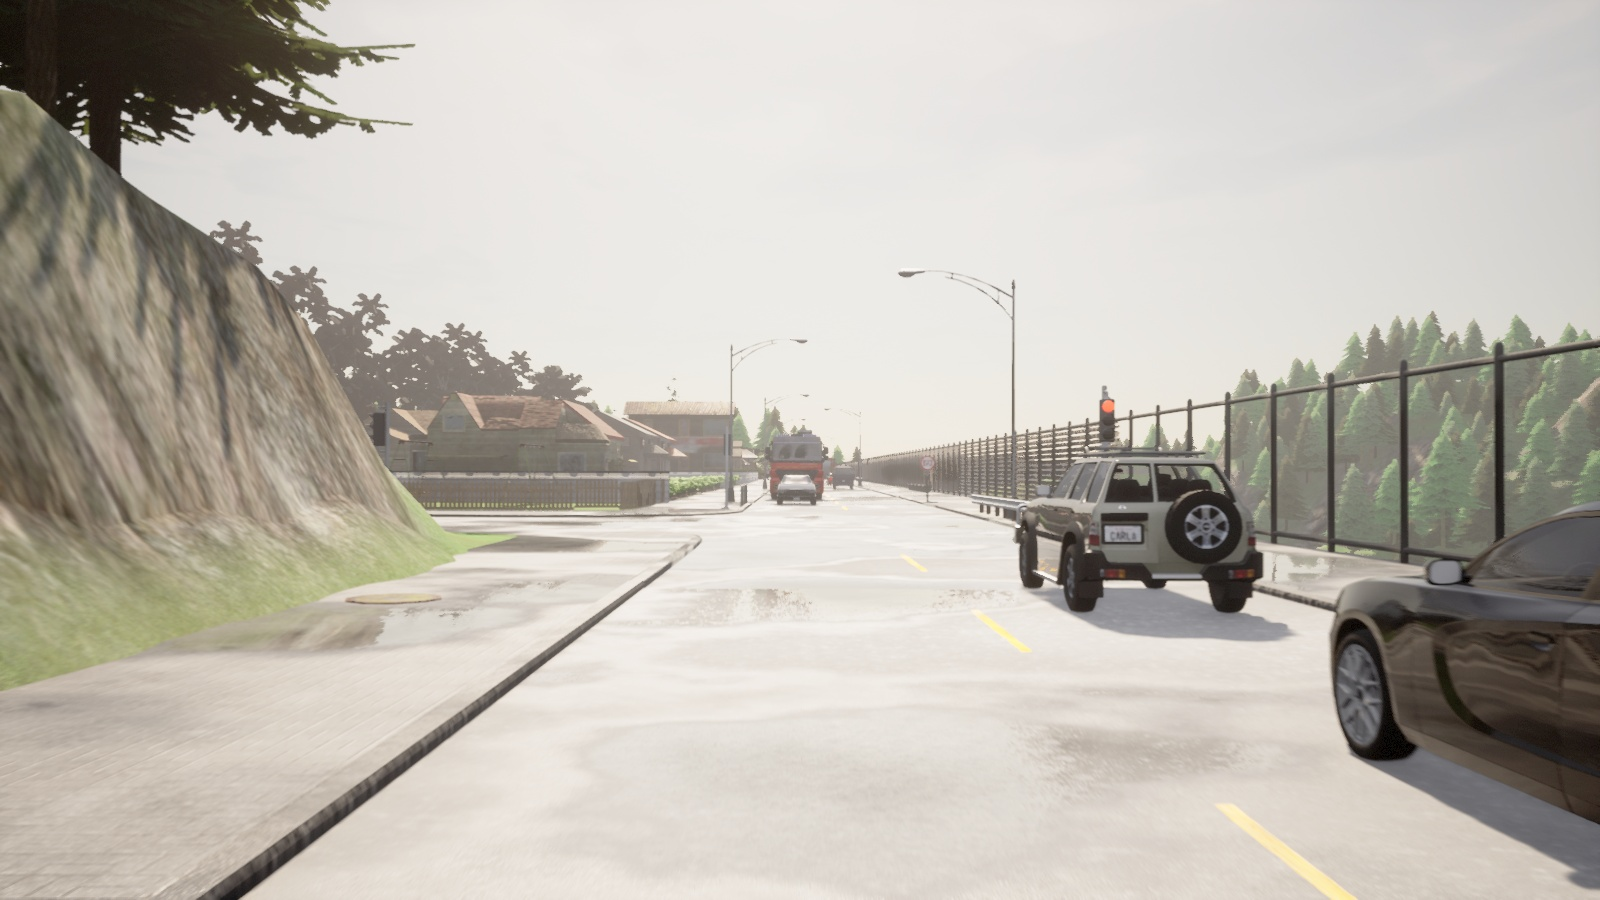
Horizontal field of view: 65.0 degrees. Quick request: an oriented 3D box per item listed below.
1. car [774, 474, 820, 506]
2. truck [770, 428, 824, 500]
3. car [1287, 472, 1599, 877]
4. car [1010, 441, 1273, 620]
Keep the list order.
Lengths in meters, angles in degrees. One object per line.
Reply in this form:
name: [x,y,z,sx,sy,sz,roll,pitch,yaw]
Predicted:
car: [-0.143,1.852,59.302,2.033,1.411,5.357,0,-1,0]
truck: [-0.177,0.835,71.031,2.891,3.827,8.468,0,-1,0]
car: [3.986,0.865,5.307,1.882,1.535,5.008,0,-1,0]
car: [3.928,0.871,15.331,1.932,1.855,4.605,0,-1,0]
